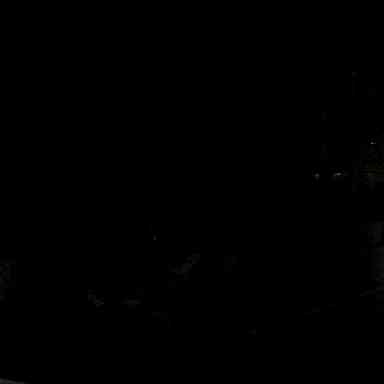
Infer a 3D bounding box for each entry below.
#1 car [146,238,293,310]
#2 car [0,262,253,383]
[{"bbox_3d":[0.153,1.582,6.287,4.206,1.307,1.802,0,0,-35],"label":"car"},{"bbox_3d":[-2.187,1.491,1.515,4.902,1.511,2.128,0,0,-35],"label":"car"}]
